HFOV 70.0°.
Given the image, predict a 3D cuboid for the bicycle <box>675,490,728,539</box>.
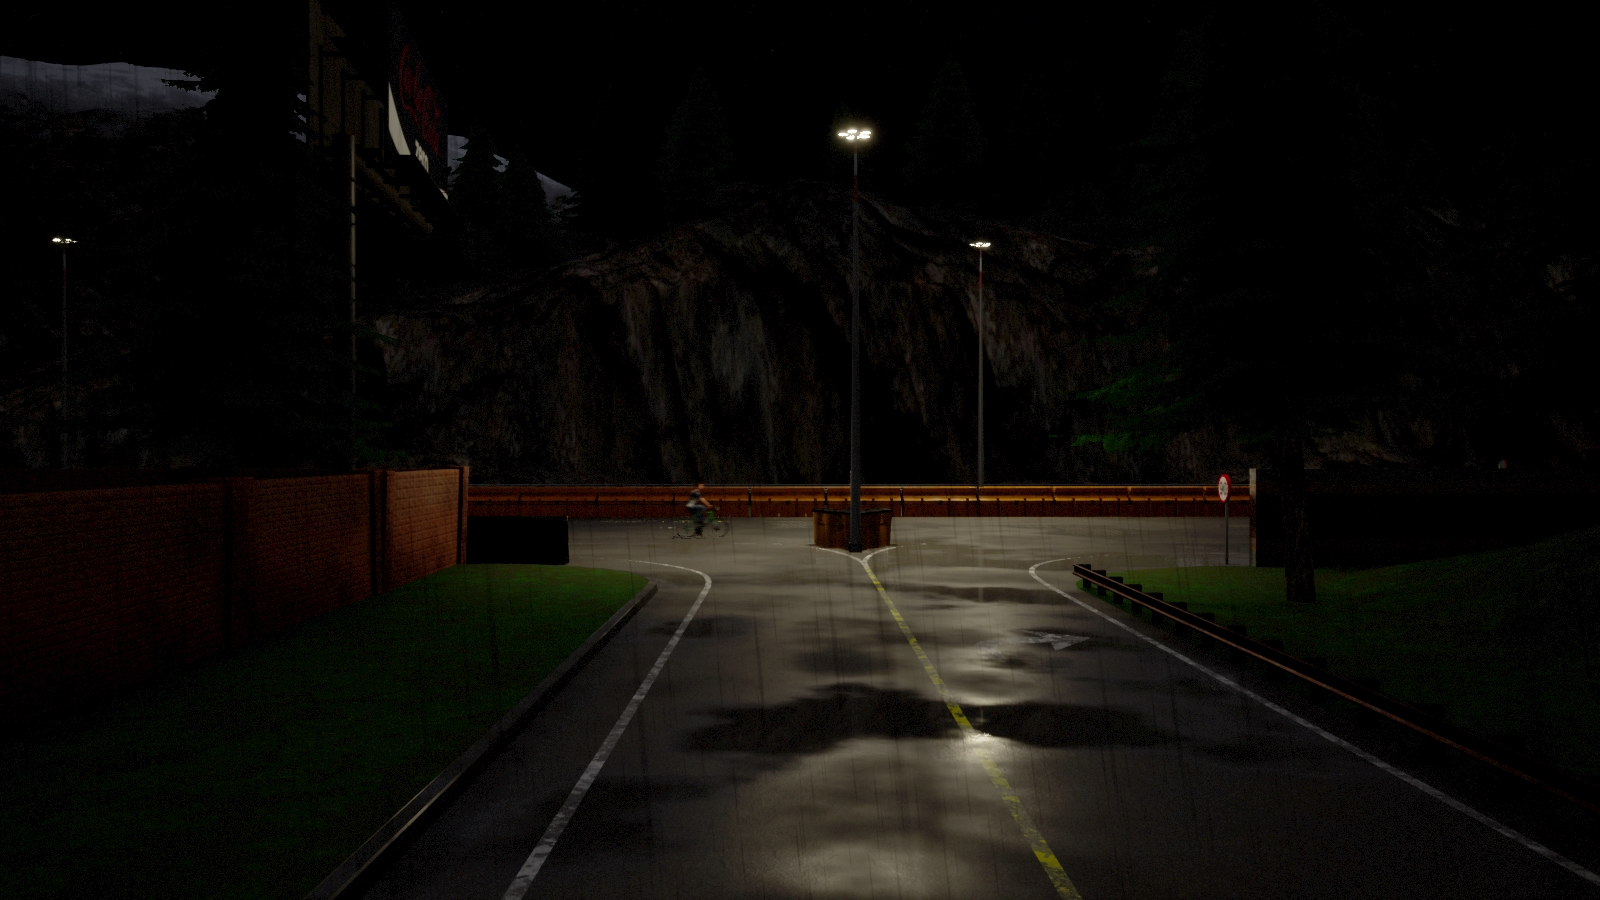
[{"bbox_3d":[-3.108,2.047,36.201,1.643,1.514,0.373,0,0,-1],"label":"bicycle"}]
